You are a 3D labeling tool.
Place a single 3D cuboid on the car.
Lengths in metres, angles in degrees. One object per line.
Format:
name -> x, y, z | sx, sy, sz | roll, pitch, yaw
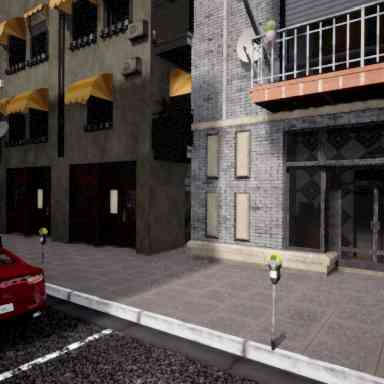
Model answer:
car -> -4.497, 1.544, 6.077 | 4.507, 1.381, 1.887 | 0, 1, 36
